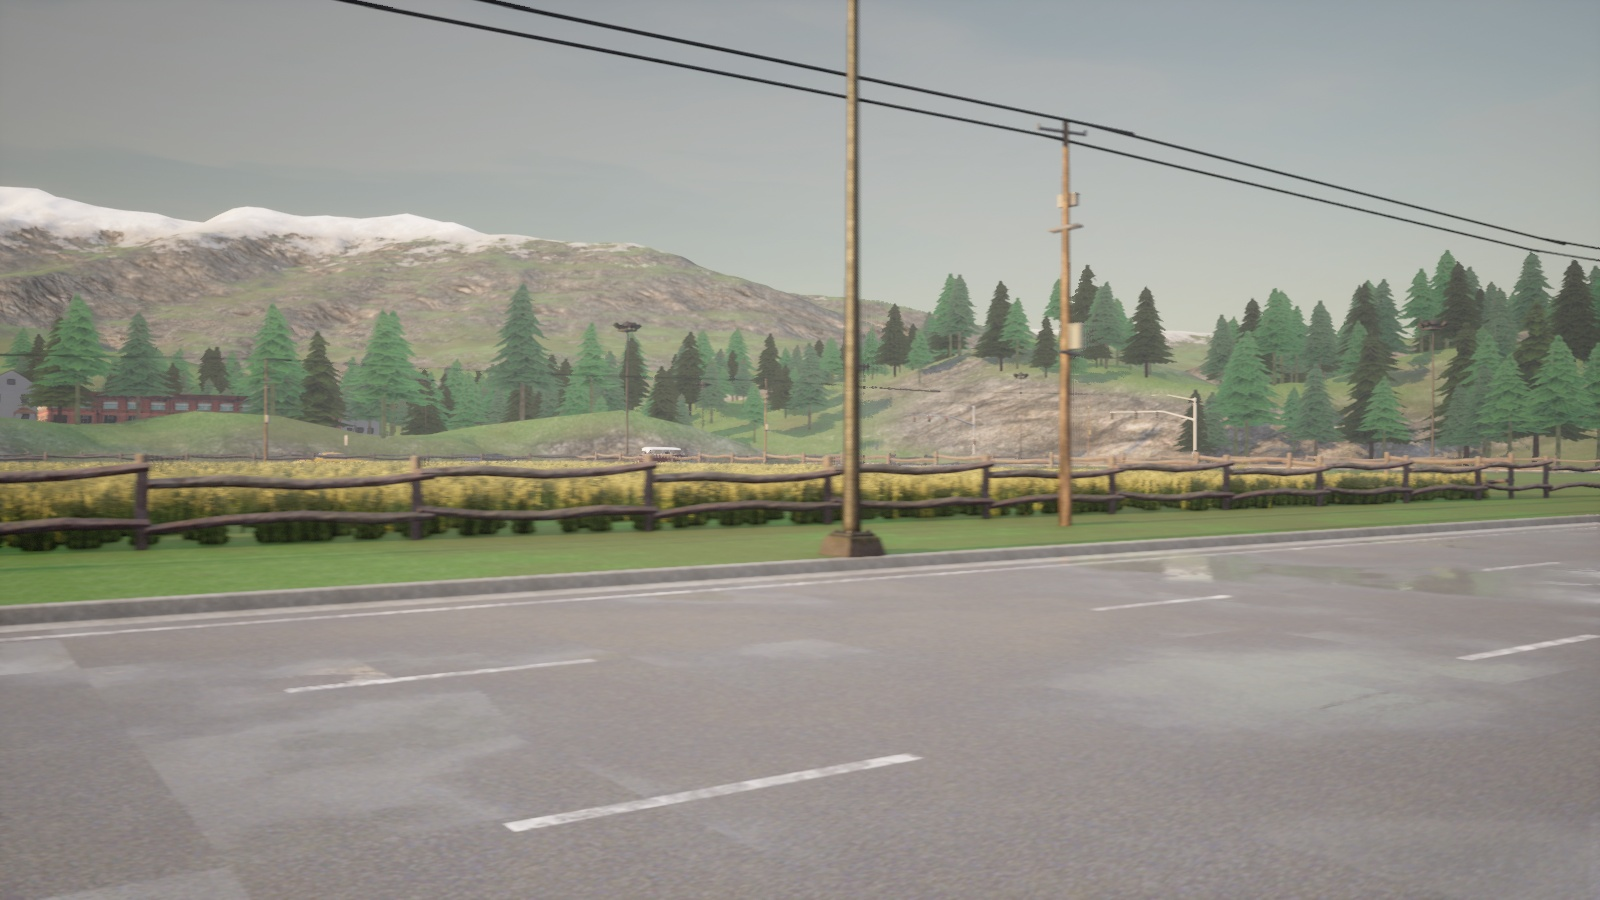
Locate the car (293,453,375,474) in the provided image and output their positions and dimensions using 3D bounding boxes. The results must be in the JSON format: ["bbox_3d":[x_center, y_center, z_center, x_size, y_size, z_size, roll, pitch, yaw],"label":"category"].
[{"bbox_3d":[-34.523,0.985,93.082,5.366,1.575,1.801,0,0,-35],"label":"car"}]
